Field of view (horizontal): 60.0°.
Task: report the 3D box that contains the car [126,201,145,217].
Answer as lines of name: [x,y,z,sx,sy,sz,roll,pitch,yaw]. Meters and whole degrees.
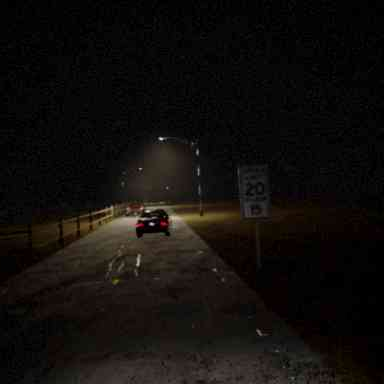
car: [-6.595,1.887,39.459,2.097,1.767,4.553,-3,0,-6]

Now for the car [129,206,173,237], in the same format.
car: [-2.171,1.750,19.821,2.033,1.411,5.357,-3,0,-2]
